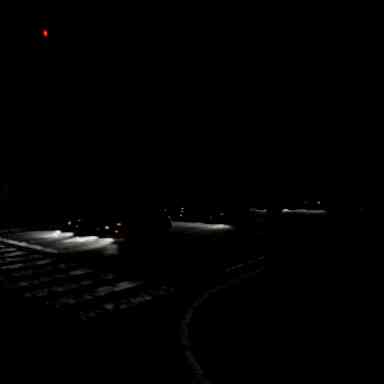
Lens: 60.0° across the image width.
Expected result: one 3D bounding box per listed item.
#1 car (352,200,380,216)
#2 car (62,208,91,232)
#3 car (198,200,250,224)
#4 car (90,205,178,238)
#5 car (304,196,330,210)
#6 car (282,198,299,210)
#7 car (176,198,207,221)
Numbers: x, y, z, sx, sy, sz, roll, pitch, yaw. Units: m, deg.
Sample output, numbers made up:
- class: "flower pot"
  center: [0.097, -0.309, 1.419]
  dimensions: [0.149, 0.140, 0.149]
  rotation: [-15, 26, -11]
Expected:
- class: "car"
  center: [17.630, 1.532, 33.558]
  dimensions: [1.882, 1.535, 5.008]
  rotation: [1, 1, 38]
- class: "car"
  center: [-5.614, 1.551, 20.104]
  dimensions: [1.994, 1.385, 4.181]
  rotation: [1, 1, 38]
- class: "car"
  center: [2.802, 1.533, 25.540]
  dimensions: [1.812, 1.442, 4.674]
  rotation: [1, 0, 38]
- class: "car"
  center: [-3.019, 1.584, 18.145]
  dimensions: [1.994, 1.385, 4.181]
  rotation: [1, 1, 38]
- class: "car"
  center: [15.801, 1.329, 41.972]
  dimensions: [2.097, 1.767, 4.553]
  rotation: [1, 1, 39]
- class: "car"
  center: [12.202, 1.512, 42.680]
  dimensions: [1.994, 1.385, 4.181]
  rotation: [1, 0, 39]
- class: "car"
  center: [-0.211, 1.327, 26.963]
  dimensions: [2.097, 1.767, 4.553]
  rotation: [1, 1, 38]
